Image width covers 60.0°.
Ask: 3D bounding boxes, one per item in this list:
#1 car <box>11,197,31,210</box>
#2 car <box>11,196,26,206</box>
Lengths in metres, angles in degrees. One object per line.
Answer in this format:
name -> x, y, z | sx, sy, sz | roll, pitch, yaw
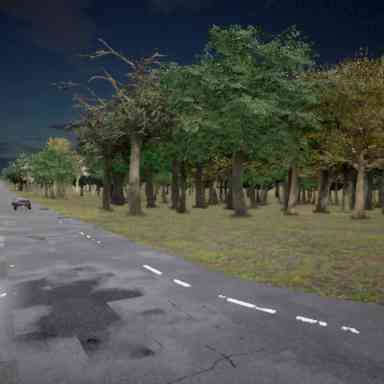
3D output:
car -> -21.873, 1.471, 42.779 | 1.837, 1.490, 4.892 | 0, 0, -30
car -> -27.997, 1.451, 53.547 | 2.033, 1.411, 5.357 | 0, 0, -29
